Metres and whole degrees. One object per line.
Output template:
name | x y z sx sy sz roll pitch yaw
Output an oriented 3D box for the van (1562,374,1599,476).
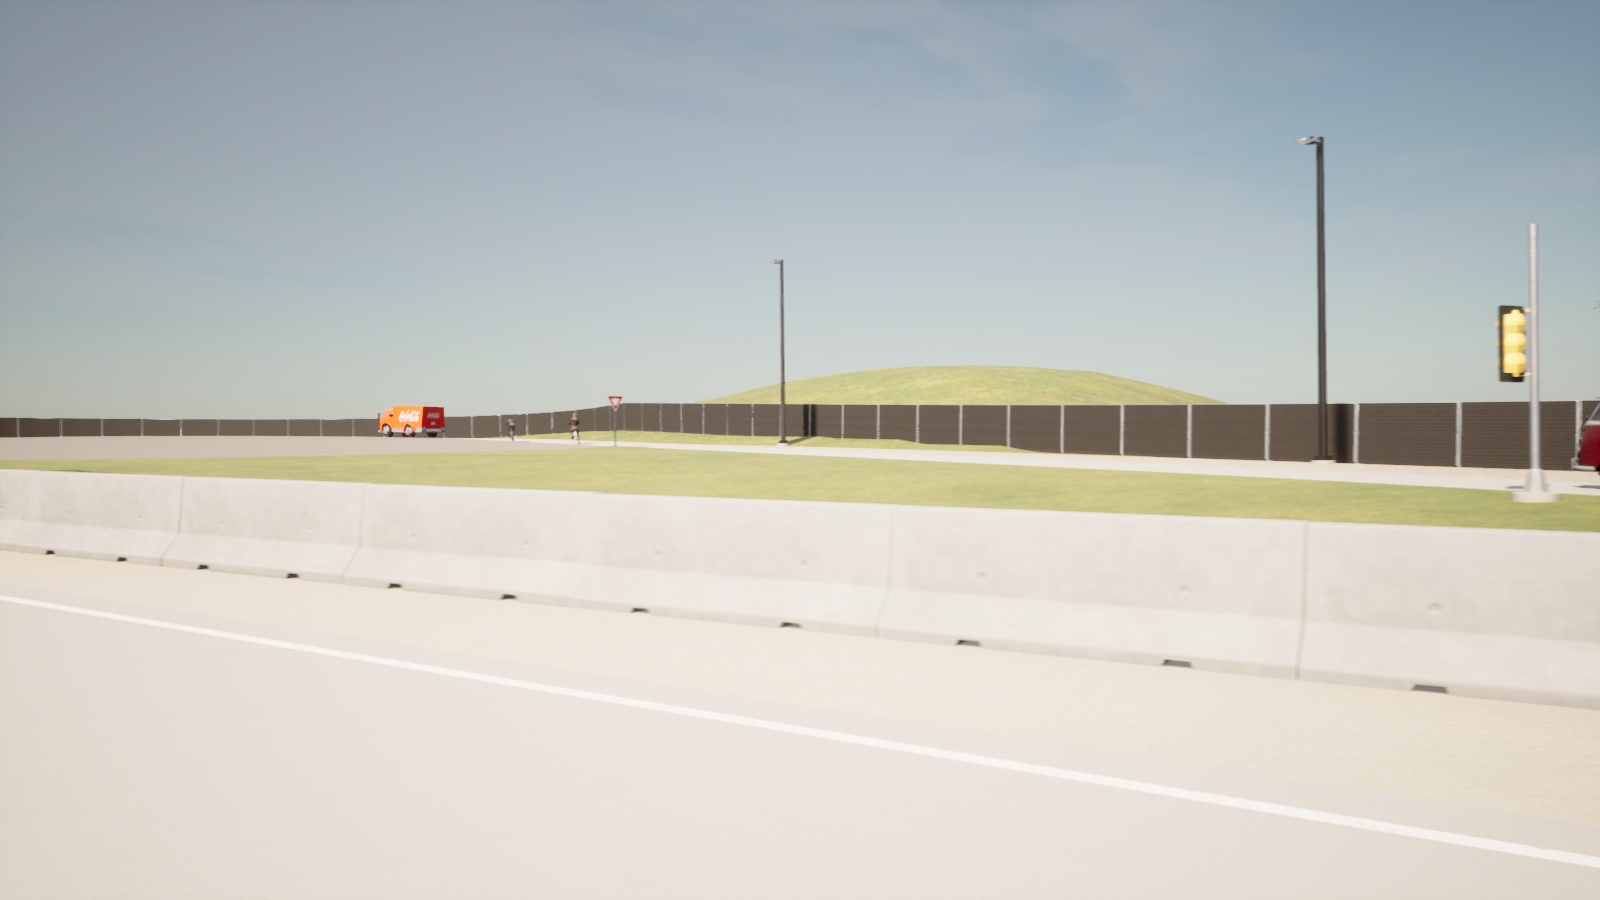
van | 17.147 -0.480 23.690 1.775 1.987 4.442 -2 2 -29
